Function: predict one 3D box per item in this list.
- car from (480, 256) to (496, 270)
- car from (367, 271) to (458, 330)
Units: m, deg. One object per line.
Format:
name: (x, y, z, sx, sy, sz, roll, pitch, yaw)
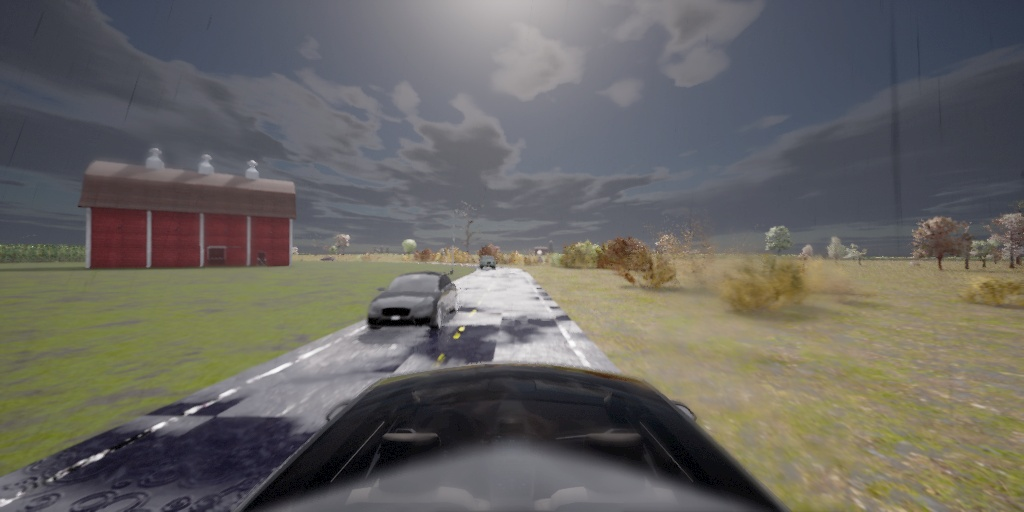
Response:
car: (-3.618, 0.949, 53.187, 2.150, 2.045, 5.566, 0, 0, -7)
car: (-2.853, 1.260, 11.201, 1.837, 1.490, 4.892, 0, 0, 0)
